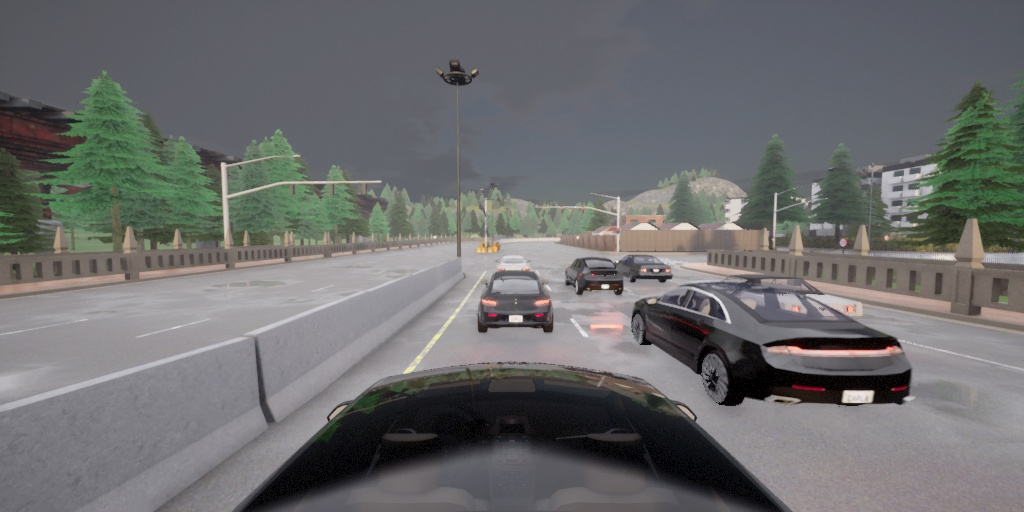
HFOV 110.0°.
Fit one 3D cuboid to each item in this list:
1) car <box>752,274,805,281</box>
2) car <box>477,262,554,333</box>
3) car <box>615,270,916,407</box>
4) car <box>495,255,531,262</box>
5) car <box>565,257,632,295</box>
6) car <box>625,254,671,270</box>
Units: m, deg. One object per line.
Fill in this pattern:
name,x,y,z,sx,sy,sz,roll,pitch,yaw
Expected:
car,7.082,1.171,10.467,1.895,1.301,4.718,0,2,0
car,0.080,1.112,10.080,1.812,1.442,4.674,0,2,0
car,3.586,1.191,6.132,2.128,1.511,4.902,0,1,0
car,0.059,0.646,19.089,1.812,1.442,4.674,0,3,0
car,3.567,0.790,16.139,1.837,1.490,4.892,0,3,0
car,7.092,0.617,20.028,2.033,1.411,5.357,0,3,1
